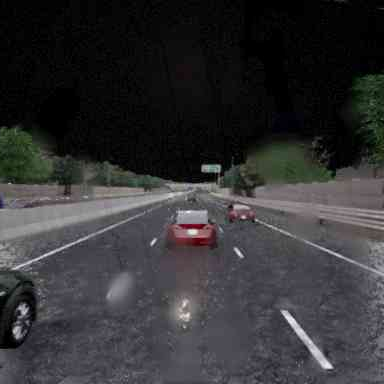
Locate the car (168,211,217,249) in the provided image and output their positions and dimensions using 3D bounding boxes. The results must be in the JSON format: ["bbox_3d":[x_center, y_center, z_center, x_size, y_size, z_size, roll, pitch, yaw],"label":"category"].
[{"bbox_3d":[0.014,1.534,14.717,2.163,1.488,4.792,0,0,0],"label":"car"}]

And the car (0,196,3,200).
[{"bbox_3d":[-17.510,1.329,27.069,2.150,2.045,5.566,0,0,0],"label":"car"}]

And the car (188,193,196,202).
[{"bbox_3d":[-0.024,1.490,78.013,1.837,1.490,4.892,0,0,0],"label":"car"}]

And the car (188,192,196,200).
[{"bbox_3d":[0.018,1.154,93.789,2.150,2.045,5.566,0,0,0],"label":"car"}]

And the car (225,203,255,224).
[{"bbox_3d":[3.592,1.572,25.444,1.812,1.442,4.674,0,0,0],"label":"car"}]

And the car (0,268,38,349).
[{"bbox_3d":[-3.502,1.360,3.457,2.097,1.767,4.553,0,0,0],"label":"car"}]

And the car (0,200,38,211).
[{"bbox_3d":[-14.010,1.603,27.101,2.033,1.411,5.357,0,0,0],"label":"car"}]
